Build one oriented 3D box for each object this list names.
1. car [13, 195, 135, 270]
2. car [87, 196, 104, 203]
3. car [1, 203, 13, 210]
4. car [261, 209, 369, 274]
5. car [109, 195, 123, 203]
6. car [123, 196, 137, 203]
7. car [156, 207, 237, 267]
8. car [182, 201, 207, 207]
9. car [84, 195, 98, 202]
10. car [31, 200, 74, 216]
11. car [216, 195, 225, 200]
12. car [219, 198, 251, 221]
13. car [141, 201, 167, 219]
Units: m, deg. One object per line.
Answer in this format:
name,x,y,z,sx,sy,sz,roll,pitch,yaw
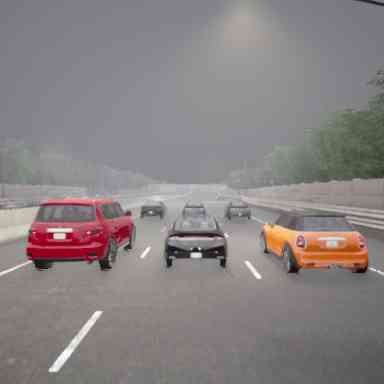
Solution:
car,-3.381,1.226,11.192,2.150,2.045,5.566,0,0,0
car,-20.462,1.569,70.664,2.128,1.511,4.902,0,0,1
car,-17.434,1.563,34.313,2.033,1.411,5.357,0,0,1
car,3.619,1.357,10.705,2.097,1.767,4.553,0,0,0
car,-16.905,1.524,74.377,1.882,1.535,5.008,0,0,1
car,-13.431,1.579,72.621,2.033,1.411,5.357,0,0,1
car,0.120,1.497,11.399,2.128,1.511,4.902,0,0,0
car,0.194,1.505,27.746,2.128,1.511,4.902,0,0,0
car,-23.264,1.518,76.528,1.837,1.490,4.892,0,0,-2
car,-13.937,1.563,33.628,2.033,1.411,5.357,0,0,1
car,7.666,1.476,86.990,1.812,1.442,4.674,0,0,3
car,3.694,1.505,27.725,2.128,1.511,4.902,0,0,0
car,-3.297,1.492,29.270,1.882,1.535,5.008,0,0,0
